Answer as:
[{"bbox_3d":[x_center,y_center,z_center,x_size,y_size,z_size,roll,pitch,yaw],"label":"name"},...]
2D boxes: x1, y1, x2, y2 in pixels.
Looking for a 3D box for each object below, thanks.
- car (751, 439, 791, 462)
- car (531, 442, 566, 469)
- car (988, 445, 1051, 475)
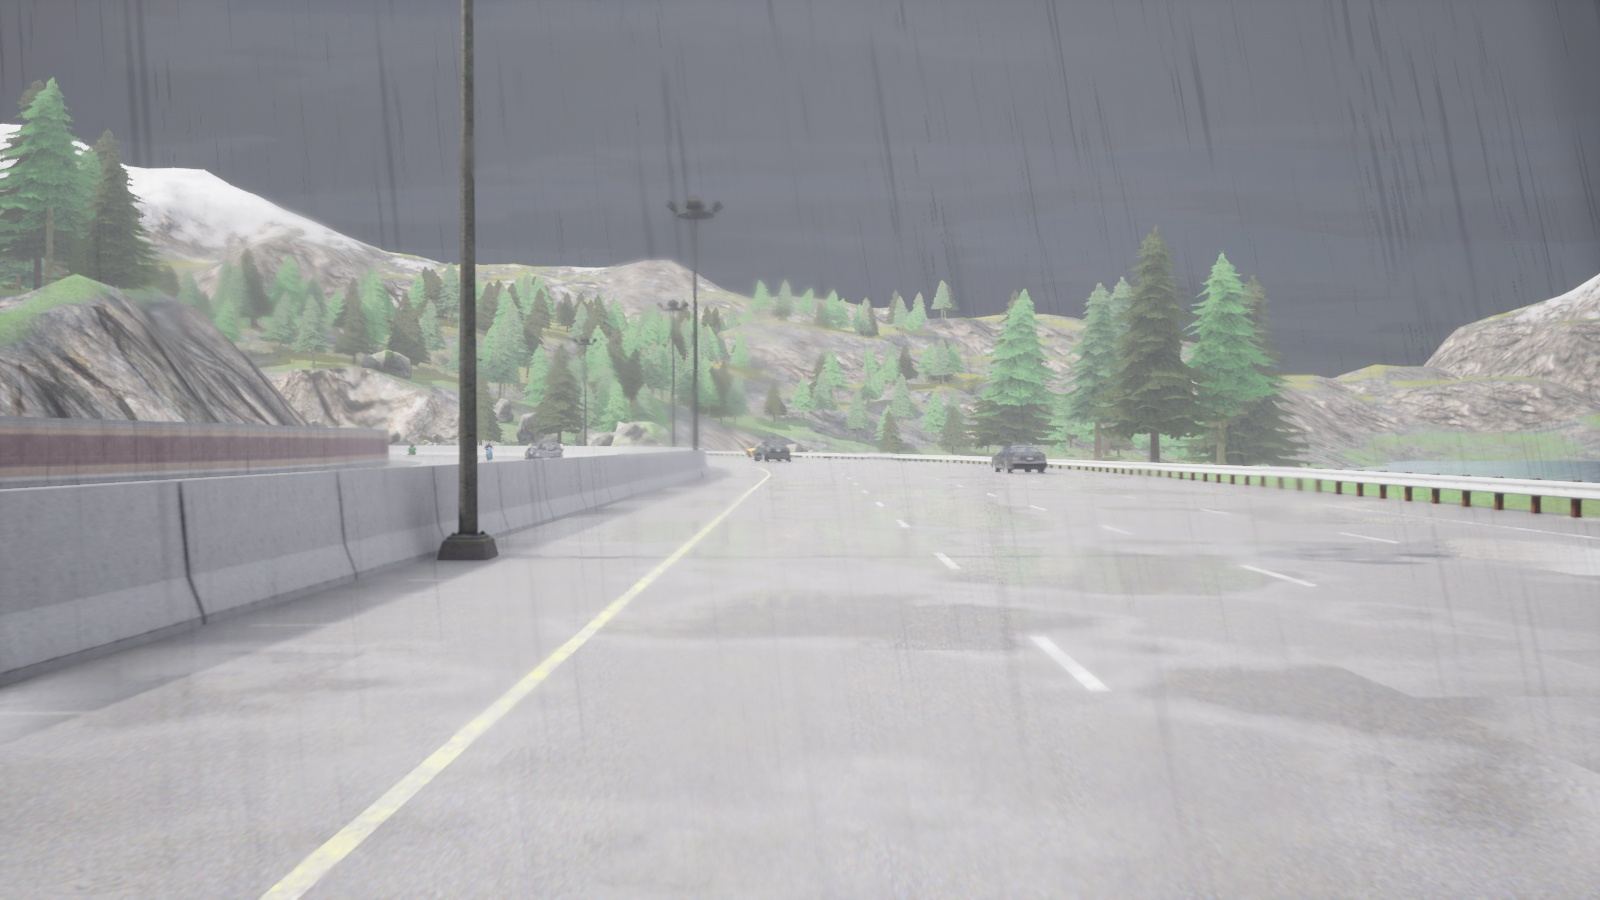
[{"bbox_3d":[-2.319,0.043,99.293,2.097,1.767,4.553,0,0,-16],"label":"car"},{"bbox_3d":[-14.925,0.291,74.559,1.789,1.549,3.705,0,0,-8],"label":"car"},{"bbox_3d":[10.749,0.454,61.878,2.033,1.411,5.357,0,0,-2],"label":"car"}]
